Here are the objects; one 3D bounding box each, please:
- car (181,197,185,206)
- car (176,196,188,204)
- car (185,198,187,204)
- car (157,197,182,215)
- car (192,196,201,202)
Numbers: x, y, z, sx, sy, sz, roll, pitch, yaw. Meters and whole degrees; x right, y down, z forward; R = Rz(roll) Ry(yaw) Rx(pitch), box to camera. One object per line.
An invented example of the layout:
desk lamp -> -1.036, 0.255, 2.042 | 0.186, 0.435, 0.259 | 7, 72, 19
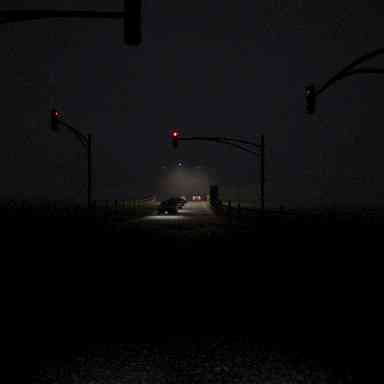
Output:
car -> -2.265, 1.514, 43.968 | 1.837, 1.490, 4.892 | 0, 0, 1
car -> -1.923, 1.581, 63.820 | 1.994, 1.385, 4.181 | 0, 0, 2
car -> -2.122, 1.560, 53.815 | 2.033, 1.411, 5.357 | 0, 0, 1
car -> -2.414, 1.554, 34.190 | 2.033, 1.411, 5.357 | 0, 0, 0
car -> 1.066, 1.617, 75.962 | 1.895, 1.301, 4.718 | 0, 0, 1
